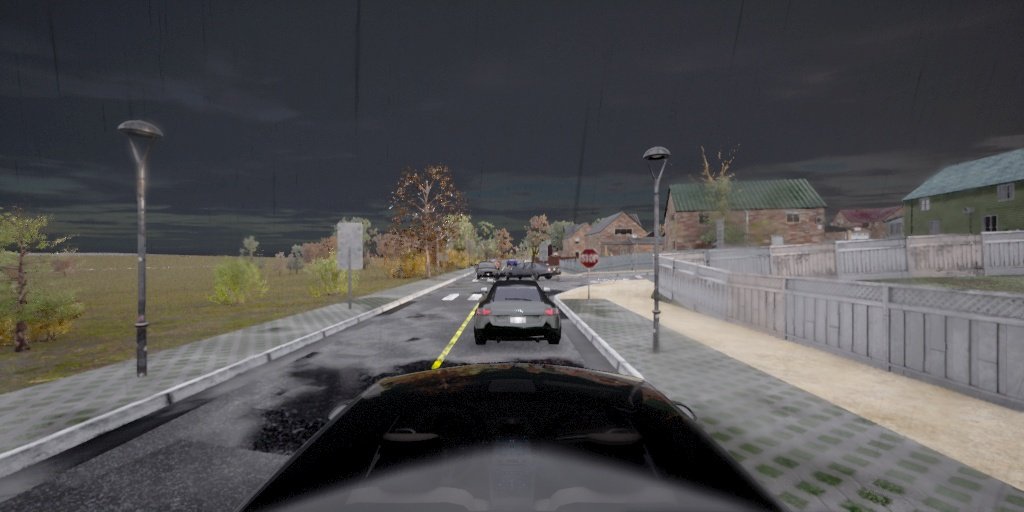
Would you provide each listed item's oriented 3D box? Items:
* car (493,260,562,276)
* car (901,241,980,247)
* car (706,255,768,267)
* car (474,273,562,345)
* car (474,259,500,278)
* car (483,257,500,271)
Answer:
[{"bbox_3d":[1.330,1.188,28.532,5.357,1.411,2.033,-4,-3,43],"label":"car"},{"bbox_3d":[23.883,-0.215,20.491,4.902,1.511,2.128,-3,0,14],"label":"car"},{"bbox_3d":[14.382,0.406,22.911,4.181,1.385,1.994,-3,0,16],"label":"car"},{"bbox_3d":[0.100,1.311,9.517,1.994,1.385,4.181,0,0,-1],"label":"car"},{"bbox_3d":[-2.258,1.247,31.442,1.837,1.490,4.892,0,0,-8],"label":"car"},{"bbox_3d":[-2.860,1.104,51.260,2.097,1.767,4.553,0,0,1],"label":"car"}]
